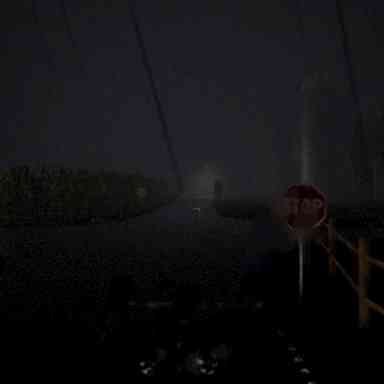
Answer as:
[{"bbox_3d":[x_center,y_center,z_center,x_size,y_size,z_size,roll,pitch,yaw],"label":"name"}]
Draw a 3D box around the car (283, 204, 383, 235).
[{"bbox_3d":[6.883,1.299,16.376,4.674,1.442,1.812,0,0,-2],"label":"car"}]
